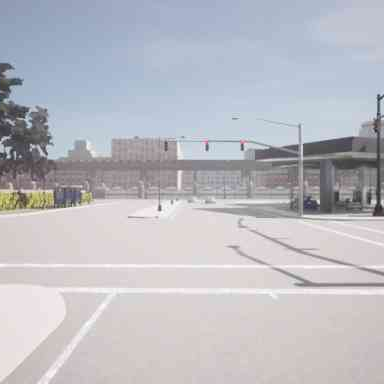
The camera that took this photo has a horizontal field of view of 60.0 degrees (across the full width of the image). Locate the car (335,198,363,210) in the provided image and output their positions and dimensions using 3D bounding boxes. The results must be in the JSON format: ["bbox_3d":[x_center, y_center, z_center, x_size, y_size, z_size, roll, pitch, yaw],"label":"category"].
[{"bbox_3d":[19.009,1.453,40.407,1.970,1.475,3.806,0,0,0],"label":"car"}]

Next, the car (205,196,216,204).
[{"bbox_3d":[3.585,1.522,64.340,1.812,1.442,4.674,0,0,0],"label":"car"}]

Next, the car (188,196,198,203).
[{"bbox_3d":[0.192,1.522,66.125,1.812,1.442,4.674,0,0,0],"label":"car"}]

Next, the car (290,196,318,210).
[{"bbox_3d":[13.263,1.293,39.652,2.242,1.667,4.611,0,0,0],"label":"car"}]
